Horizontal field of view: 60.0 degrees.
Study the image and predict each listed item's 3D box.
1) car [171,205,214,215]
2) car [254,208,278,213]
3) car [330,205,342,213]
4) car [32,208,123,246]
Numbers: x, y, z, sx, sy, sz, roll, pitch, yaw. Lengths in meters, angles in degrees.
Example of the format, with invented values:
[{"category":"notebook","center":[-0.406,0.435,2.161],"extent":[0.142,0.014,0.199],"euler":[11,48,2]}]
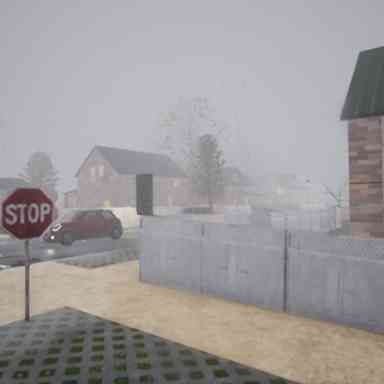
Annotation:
[{"category":"car","center":[-0.066,1.897,25.255],"extent":[2.097,1.767,4.553],"euler":[-1,-2,35]},{"category":"car","center":[8.262,2.436,36.928],"extent":[1.994,1.385,4.181],"euler":[-1,-2,36]},{"category":"car","center":[22.859,2.813,52.382],"extent":[1.837,1.490,4.892],"euler":[-1,-2,35]},{"category":"car","center":[-5.782,1.672,17.171],"extent":[2.097,1.767,4.553],"euler":[-1,-2,34]}]
